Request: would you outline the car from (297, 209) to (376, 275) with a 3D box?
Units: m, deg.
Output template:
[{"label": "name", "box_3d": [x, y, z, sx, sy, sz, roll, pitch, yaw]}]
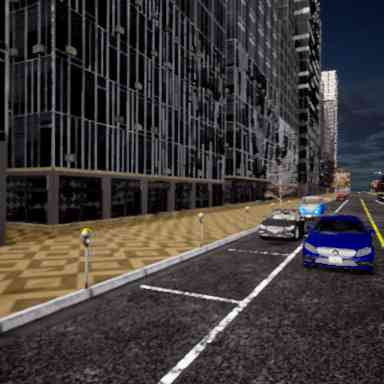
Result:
[{"label": "car", "box_3d": [4.769, 1.497, 10.720, 1.812, 1.442, 4.674, 1, 0, 26]}]

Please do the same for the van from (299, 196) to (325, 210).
[{"label": "van", "box_3d": [9.612, 1.249, 26.513, 1.690, 1.788, 3.998, 1, 0, 26]}]

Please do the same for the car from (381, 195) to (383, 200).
[{"label": "car", "box_3d": [34.840, 1.391, 58.471, 1.887, 1.381, 4.507, 1, 1, 26]}]

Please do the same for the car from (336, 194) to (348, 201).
[{"label": "car", "box_3d": [32.401, 1.268, 72.400, 1.887, 1.381, 4.507, 1, 1, 26]}]

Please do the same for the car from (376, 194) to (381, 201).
[{"label": "car", "box_3d": [42.436, 1.340, 73.765, 1.947, 1.339, 4.313, 1, 1, 26]}]

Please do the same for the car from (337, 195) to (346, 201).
[{"label": "car", "box_3d": [34.934, 1.280, 77.500, 1.802, 1.307, 4.206, 1, 1, 26]}]

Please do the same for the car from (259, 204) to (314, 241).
[{"label": "car", "box_3d": [4.545, 1.488, 16.317, 2.008, 1.369, 4.403, 1, 0, 26]}]
